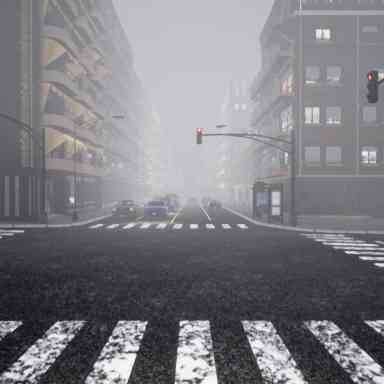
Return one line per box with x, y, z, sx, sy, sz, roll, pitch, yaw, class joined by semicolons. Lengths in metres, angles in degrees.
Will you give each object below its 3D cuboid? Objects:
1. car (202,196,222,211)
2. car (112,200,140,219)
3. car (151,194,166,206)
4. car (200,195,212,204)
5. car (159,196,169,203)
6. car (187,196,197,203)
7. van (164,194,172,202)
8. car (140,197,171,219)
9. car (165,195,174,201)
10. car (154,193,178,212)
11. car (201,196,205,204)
2.660;1.547;40.480;2.008;1.369;4.403;0;0;0;car
-5.713;1.437;29.202;1.967;1.590;4.097;0;0;0;car
-5.733;1.310;57.395;2.192;1.841;5.009;0;0;0;car
2.644;1.435;63.035;1.967;1.590;4.097;0;0;0;car
-5.740;1.520;68.503;1.752;1.417;4.829;0;0;0;car
0.051;1.558;69.704;1.994;1.385;4.181;0;0;0;car
-5.748;1.334;79.951;1.690;1.788;3.998;0;0;0;van
-3.108;1.474;29.285;1.882;1.535;5.008;0;0;-1;car
-5.751;1.543;85.590;2.008;1.369;4.403;0;0;0;car
-3.114;1.348;38.913;2.097;1.767;4.553;0;0;0;car
2.656;1.540;46.118;1.887;1.381;4.507;0;0;0;car
